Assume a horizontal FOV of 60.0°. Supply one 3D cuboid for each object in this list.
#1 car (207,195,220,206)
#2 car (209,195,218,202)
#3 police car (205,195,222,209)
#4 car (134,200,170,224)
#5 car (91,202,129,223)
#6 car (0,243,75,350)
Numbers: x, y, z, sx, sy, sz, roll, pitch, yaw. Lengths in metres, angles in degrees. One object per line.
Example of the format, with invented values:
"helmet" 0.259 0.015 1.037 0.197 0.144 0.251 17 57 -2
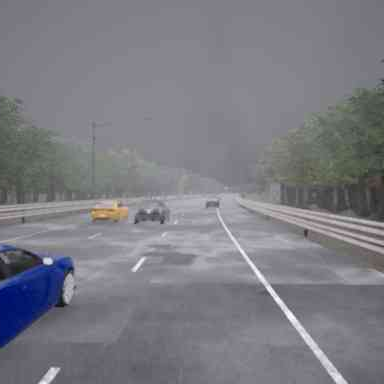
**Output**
"car" 3.731 1.460 56.901 2.097 1.767 4.553 0 0 5
"car" 5.341 1.562 81.223 1.837 1.490 4.892 0 0 8
"police car" 2.908 1.504 47.228 1.930 1.638 5.238 0 0 4
"car" -2.847 1.371 24.776 2.097 1.767 4.553 0 0 2
"car" -6.297 1.496 26.127 1.882 1.535 5.008 0 0 2
"car" -3.352 1.479 4.918 1.882 1.535 5.008 0 0 0
